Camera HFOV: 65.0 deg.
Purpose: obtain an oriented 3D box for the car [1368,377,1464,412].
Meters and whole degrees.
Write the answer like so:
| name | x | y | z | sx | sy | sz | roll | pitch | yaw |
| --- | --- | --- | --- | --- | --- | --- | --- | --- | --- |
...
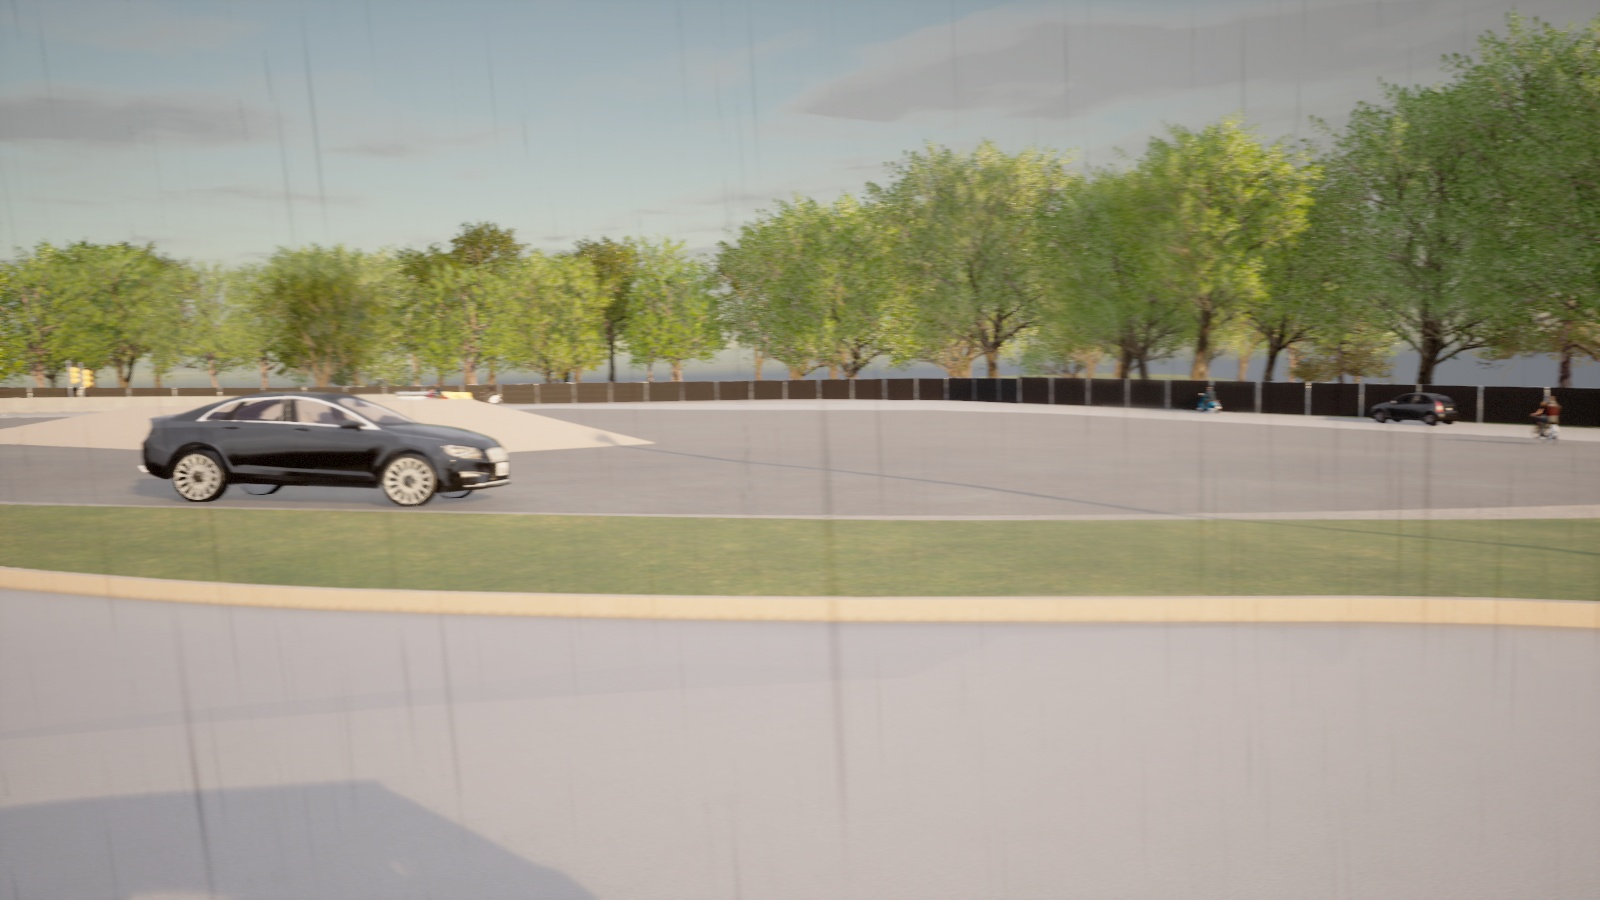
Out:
| name | x | y | z | sx | sy | sz | roll | pitch | yaw |
| --- | --- | --- | --- | --- | --- | --- | --- | --- | --- |
| car | 31.502 | -2.850 | 64.330 | 1.851 | 1.617 | 3.988 | -5 | 6 | -33 |

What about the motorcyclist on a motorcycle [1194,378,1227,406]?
| name | x | y | z | sx | sy | sz | roll | pitch | yaw |
| --- | --- | --- | --- | --- | --- | --- | --- | --- | --- |
| motorcyclist on a motorcycle | 24.450 | -3.479 | 74.767 | 0.866 | 1.590 | 1.817 | -4 | 6 | -23 |

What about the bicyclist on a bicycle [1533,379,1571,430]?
| name | x | y | z | sx | sy | sz | roll | pitch | yaw |
| --- | --- | --- | --- | --- | --- | --- | --- | --- | --- |
| bicyclist on a bicycle | 26.949 | -1.643 | 45.037 | 0.659 | 1.776 | 1.843 | 0 | 3 | 14 |

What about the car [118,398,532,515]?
| name | x | y | z | sx | sy | sz | roll | pitch | yaw |
| --- | --- | --- | --- | --- | --- | --- | --- | --- | --- |
| car | -6.434 | 0.063 | 17.402 | 4.902 | 1.511 | 2.128 | 0 | 2 | 5 |
